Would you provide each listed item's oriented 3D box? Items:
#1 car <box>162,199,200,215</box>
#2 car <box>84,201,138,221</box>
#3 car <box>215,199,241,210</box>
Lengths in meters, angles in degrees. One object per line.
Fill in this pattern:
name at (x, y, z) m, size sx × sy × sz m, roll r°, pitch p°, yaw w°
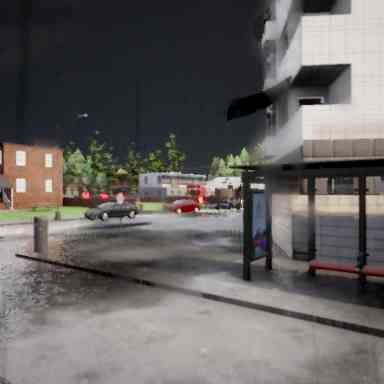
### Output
car at (-1.096, 1.502, 35.098) m, size 1.882 × 1.535 × 5.008 m, roll 0°, pitch 0°, yaw 36°
car at (-6.578, 1.528, 27.411) m, size 1.837 × 1.490 × 4.892 m, roll 0°, pitch 0°, yaw 35°
car at (4.684, 1.588, 43.191) m, size 1.994 × 1.385 × 4.181 m, roll 0°, pitch 0°, yaw 35°
